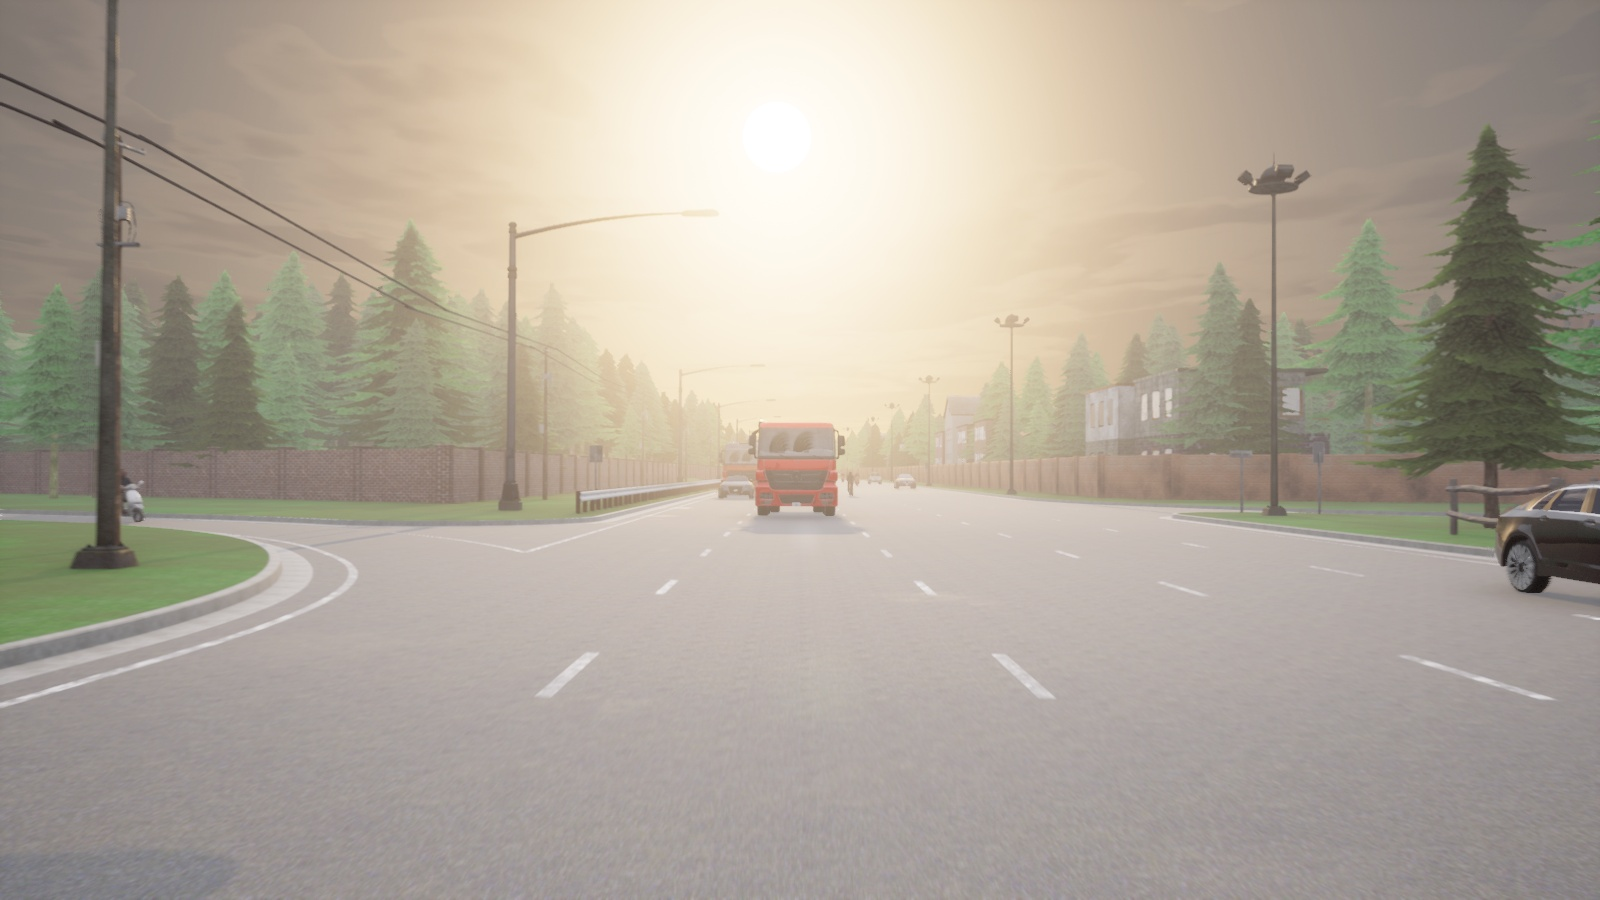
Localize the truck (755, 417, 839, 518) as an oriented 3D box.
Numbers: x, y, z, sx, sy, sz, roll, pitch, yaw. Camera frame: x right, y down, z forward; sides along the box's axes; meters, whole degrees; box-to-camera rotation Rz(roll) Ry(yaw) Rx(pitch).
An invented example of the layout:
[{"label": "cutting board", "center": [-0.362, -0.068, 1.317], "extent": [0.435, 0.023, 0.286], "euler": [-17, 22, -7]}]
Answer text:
[{"label": "truck", "center": [-0.120, 0.677, 47.253], "extent": [2.891, 3.462, 7.936], "euler": [0, -1, 0]}]

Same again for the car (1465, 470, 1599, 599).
[{"label": "car", "center": [10.462, 1.002, 15.256], "extent": [2.128, 1.511, 4.902], "euler": [0, -1, 0]}]

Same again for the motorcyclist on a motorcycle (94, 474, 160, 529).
[{"label": "motorcyclist on a motorcycle", "center": [-19.985, 1.515, 37.298], "extent": [1.817, 1.590, 0.866], "euler": [-1, 0, 29]}]

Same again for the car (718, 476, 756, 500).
[{"label": "car", "center": [-3.680, 2.214, 74.035], "extent": [1.994, 1.385, 4.181], "euler": [0, -1, 0]}]

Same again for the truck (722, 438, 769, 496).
[{"label": "truck", "center": [-3.717, 1.215, 86.892], "extent": [2.891, 3.827, 8.468], "euler": [0, -1, 0]}]
